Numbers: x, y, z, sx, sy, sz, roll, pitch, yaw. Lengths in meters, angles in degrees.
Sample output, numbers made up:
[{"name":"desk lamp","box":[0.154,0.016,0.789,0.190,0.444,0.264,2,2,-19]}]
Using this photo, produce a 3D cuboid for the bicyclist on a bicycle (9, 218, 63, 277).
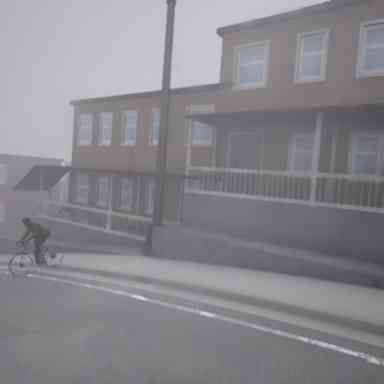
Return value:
[{"name":"bicyclist on a bicycle","box":[-4.604,1.549,9.783,0.582,1.620,1.656,-6,2,37]}]
